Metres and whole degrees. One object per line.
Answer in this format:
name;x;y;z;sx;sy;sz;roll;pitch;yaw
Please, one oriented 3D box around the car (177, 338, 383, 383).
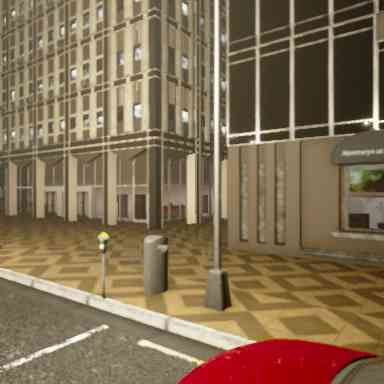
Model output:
car;1.837;1.550;1.572;4.507;1.381;1.887;1;0;36
